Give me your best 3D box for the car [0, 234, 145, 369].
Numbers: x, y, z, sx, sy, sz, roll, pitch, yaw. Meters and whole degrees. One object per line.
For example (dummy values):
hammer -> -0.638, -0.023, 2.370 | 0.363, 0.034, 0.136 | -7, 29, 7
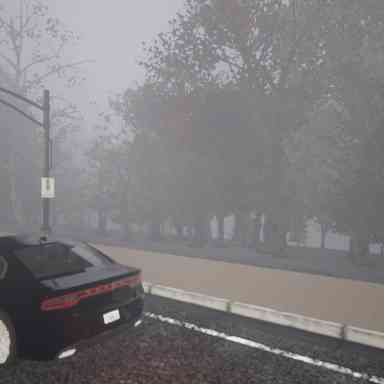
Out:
car -> -3.042, 1.487, 5.844 | 5.008, 1.535, 1.882 | 0, 0, 37
